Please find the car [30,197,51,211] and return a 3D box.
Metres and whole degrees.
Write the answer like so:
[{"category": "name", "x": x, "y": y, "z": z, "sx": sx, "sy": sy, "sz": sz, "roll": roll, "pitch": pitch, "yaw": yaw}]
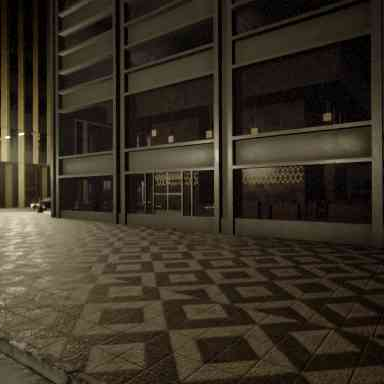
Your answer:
[{"category": "car", "x": -16.038, "y": 1.339, "z": 38.249, "sx": 2.128, "sy": 1.511, "sz": 4.902, "roll": 0, "pitch": 0, "yaw": 36}]
